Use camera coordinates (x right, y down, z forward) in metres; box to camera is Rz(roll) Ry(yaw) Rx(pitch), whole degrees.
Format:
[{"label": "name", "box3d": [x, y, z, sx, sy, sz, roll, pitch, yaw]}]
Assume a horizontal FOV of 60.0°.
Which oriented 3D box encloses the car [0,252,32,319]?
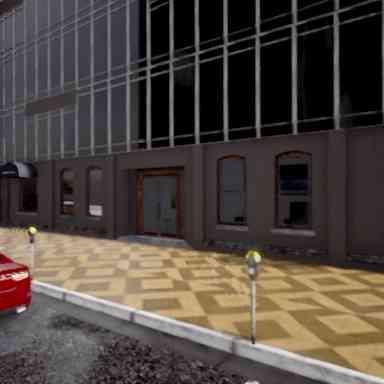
[{"label": "car", "box3d": [-4.867, 1.559, 6.340, 4.507, 1.381, 1.887, 0, 0, 35]}]
